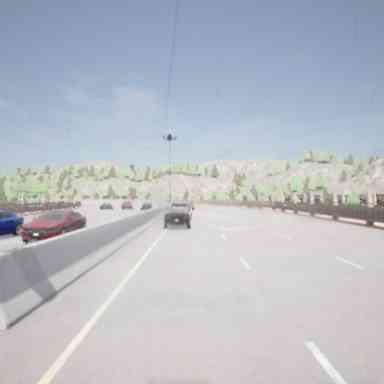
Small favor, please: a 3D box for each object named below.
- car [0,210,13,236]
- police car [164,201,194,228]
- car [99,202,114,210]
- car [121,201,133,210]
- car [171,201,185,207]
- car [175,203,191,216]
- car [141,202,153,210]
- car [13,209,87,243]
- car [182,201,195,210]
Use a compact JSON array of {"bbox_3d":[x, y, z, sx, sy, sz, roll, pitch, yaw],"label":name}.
[{"bbox_3d":[-10.590,1.685,17.204,1.882,1.535,5.008,0,-1,0],"label":"car"},{"bbox_3d":[-1.041,1.760,25.082,1.930,1.638,5.238,0,-1,0],"label":"police car"},{"bbox_3d":[-14.781,2.430,57.736,1.994,1.385,4.181,0,-1,-6],"label":"car"},{"bbox_3d":[-11.344,2.354,58.424,1.882,1.535,5.008,0,-1,-6],"label":"car"},{"bbox_3d":[-2.997,2.533,71.408,1.895,1.301,4.718,0,-1,-16],"label":"car"},{"bbox_3d":[-1.035,2.119,40.968,1.812,1.442,4.674,0,-1,0],"label":"car"},{"bbox_3d":[-7.836,2.441,58.506,1.994,1.385,4.181,0,-1,-6],"label":"car"},{"bbox_3d":[-7.090,1.691,17.621,1.882,1.535,5.008,0,-1,0],"label":"car"},{"bbox_3d":[-0.670,2.408,58.762,1.812,1.442,4.674,0,-1,-8],"label":"car"}]
